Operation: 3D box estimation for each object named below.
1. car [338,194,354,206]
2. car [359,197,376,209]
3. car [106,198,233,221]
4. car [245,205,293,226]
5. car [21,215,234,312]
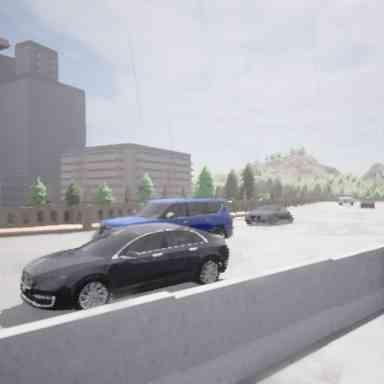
[{"bbox_3d":[26.843,1.299,57.794,2.150,2.045,5.566,-1,0,29],"label":"car"},{"bbox_3d":[25.048,1.547,47.375,1.837,1.490,4.892,-1,0,29],"label":"car"},{"bbox_3d":[-0.825,1.253,12.490,5.566,2.045,2.150,0,0,-41],"label":"car"},{"bbox_3d":[5.566,1.611,23.765,1.994,1.385,4.181,0,0,41],"label":"car"},{"bbox_3d":[-1.226,1.526,7.695,4.892,1.490,1.837,0,0,-39],"label":"car"}]
